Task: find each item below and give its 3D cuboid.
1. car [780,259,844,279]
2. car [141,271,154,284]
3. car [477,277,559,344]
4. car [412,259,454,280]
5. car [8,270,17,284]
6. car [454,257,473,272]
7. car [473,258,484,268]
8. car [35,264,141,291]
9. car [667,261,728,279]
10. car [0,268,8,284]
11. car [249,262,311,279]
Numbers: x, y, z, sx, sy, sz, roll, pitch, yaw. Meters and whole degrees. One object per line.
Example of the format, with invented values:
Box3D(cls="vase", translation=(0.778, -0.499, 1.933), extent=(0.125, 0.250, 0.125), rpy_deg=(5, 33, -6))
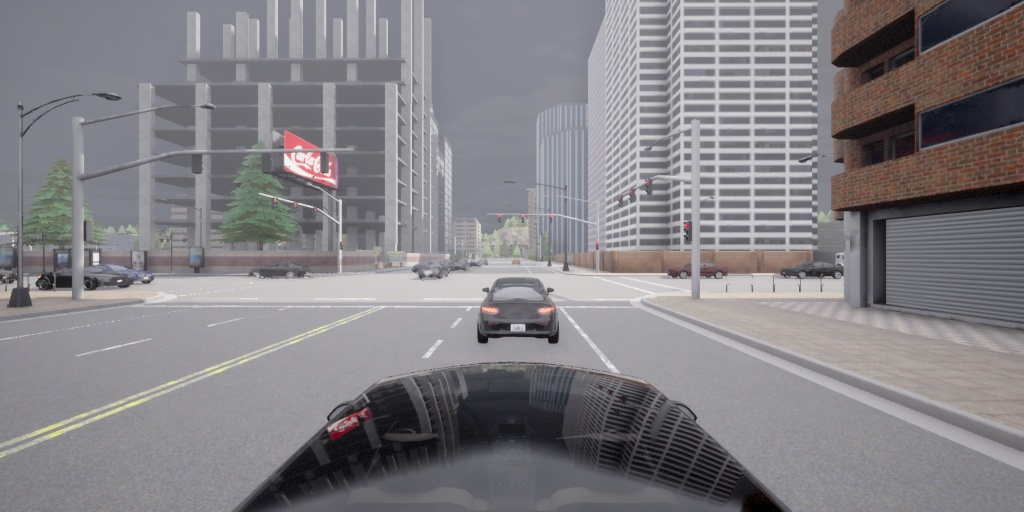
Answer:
Box3D(cls="car", translation=(26.664, 1.228, 31.838), extent=(5.008, 1.535, 1.882), rpy_deg=(0, 0, 0))
Box3D(cls="car", translation=(-27.857, 1.276, 25.020), extent=(4.674, 1.442, 1.812), rpy_deg=(0, 0, 0))
Box3D(cls="car", translation=(0.160, 1.276, 9.502), extent=(1.812, 1.442, 4.674), rpy_deg=(0, 0, 1))
Box3D(cls="car", translation=(-6.761, 1.242, 31.281), extent=(2.128, 1.511, 4.902), rpy_deg=(0, 0, 1))
Box3D(cls="car", translation=(-37.846, 1.255, 25.091), extent=(4.892, 1.490, 1.837), rpy_deg=(0, 0, 0))
Box3D(cls="car", translation=(-6.581, 1.255, 45.902), extent=(1.837, 1.490, 4.892), rpy_deg=(0, 0, 1))
Box3D(cls="car", translation=(-6.378, 1.351, 60.867), extent=(1.895, 1.301, 4.718), rpy_deg=(0, 0, 1))
Box3D(cls="car", translation=(-25.503, 1.314, 21.503), extent=(4.181, 1.385, 1.994), rpy_deg=(0, 0, 0))
Box3D(cls="car", translation=(16.471, 1.228, 31.918), extent=(5.008, 1.535, 1.882), rpy_deg=(0, 0, 0))
Box3D(cls="car", translation=(-34.201, 1.102, 21.566), extent=(4.553, 1.767, 2.097), rpy_deg=(0, 0, 0))
Box3D(cls="car", translation=(-20.734, 1.255, 32.105), extent=(4.892, 1.490, 1.837), rpy_deg=(0, 1, -1))
